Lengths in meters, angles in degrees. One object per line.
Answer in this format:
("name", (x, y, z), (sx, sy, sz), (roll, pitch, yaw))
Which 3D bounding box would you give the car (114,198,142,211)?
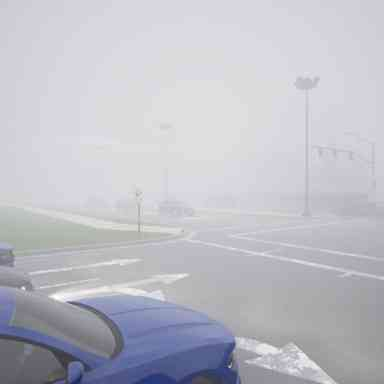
("car", (-7.792, 1.492, 40.215), (2.128, 1.511, 4.902), (0, 0, -36))

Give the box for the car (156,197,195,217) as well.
("car", (-1.637, 1.505, 31.839), (1.837, 1.490, 4.892), (0, 0, -36))

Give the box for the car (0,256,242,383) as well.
("car", (-1.830, 1.478, 2.455), (5.008, 1.535, 1.882), (0, 0, -35))

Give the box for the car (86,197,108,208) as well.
("car", (-13.955, 1.492, 48.636), (2.128, 1.511, 4.902), (0, 0, -36))

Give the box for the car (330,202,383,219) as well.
("car", (14.922, 1.547, 29.078), (2.033, 1.411, 5.357), (0, 0, -36))

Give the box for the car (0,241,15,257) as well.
("car", (-4.551, 1.564, 4.817), (4.181, 1.385, 1.994), (0, 0, -35))

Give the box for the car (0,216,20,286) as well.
("car", (-6.823, 1.478, 7.496), (5.008, 1.535, 1.882), (0, 0, -35))

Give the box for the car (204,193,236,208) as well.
("car", (4.139, 1.221, 49.635), (2.150, 2.045, 5.566), (0, 0, -36))
